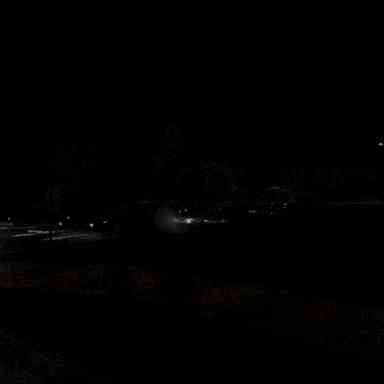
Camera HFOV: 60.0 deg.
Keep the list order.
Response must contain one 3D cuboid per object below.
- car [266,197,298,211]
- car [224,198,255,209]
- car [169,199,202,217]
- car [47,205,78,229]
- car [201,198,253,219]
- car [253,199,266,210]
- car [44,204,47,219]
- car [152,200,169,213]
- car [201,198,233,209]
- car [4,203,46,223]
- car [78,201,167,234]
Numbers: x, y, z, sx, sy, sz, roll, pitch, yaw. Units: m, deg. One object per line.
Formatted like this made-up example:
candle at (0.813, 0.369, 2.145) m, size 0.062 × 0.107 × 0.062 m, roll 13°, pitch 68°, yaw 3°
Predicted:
car at (11.336, 1.373, 40.733) m, size 2.097 × 1.767 × 4.553 m, roll 0°, pitch 0°, yaw 36°
car at (6.682, 1.579, 46.229) m, size 2.033 × 1.411 × 5.357 m, roll 0°, pitch 0°, yaw 36°
car at (0.328, 1.531, 31.582) m, size 1.837 × 1.490 × 4.892 m, roll 0°, pitch 0°, yaw 36°
car at (-6.682, 1.627, 21.950) m, size 1.895 × 1.301 × 4.718 m, roll 0°, pitch 0°, yaw 36°
car at (3.215, 1.499, 29.599) m, size 1.882 × 1.535 × 5.008 m, roll 0°, pitch 0°, yaw 36°
car at (8.210, 1.590, 42.391) m, size 1.994 × 1.385 × 4.181 m, roll 0°, pitch 0°, yaw 36°
car at (-8.404, 1.632, 25.529) m, size 1.895 × 1.301 × 4.718 m, roll 0°, pitch 0°, yaw 36°
car at (-1.615, 1.537, 34.857) m, size 1.837 × 1.490 × 4.892 m, roll 0°, pitch 0°, yaw 36°
car at (3.639, 1.583, 47.993) m, size 2.033 × 1.411 × 5.357 m, roll 0°, pitch 0°, yaw 36°
car at (-11.924, 1.584, 26.644) m, size 2.033 × 1.411 × 5.357 m, roll 0°, pitch 0°, yaw 36°
car at (-3.962, 1.526, 19.733) m, size 1.837 × 1.490 × 4.892 m, roll 0°, pitch 0°, yaw 36°
